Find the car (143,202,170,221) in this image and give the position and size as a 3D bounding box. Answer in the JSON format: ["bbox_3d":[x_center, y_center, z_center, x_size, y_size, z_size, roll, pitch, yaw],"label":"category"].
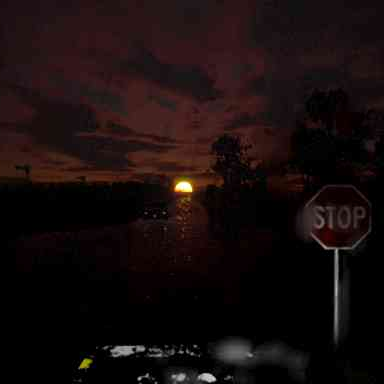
[{"bbox_3d":[-2.805,1.543,27.225,1.812,1.442,4.674,0,0,0],"label":"car"}]
